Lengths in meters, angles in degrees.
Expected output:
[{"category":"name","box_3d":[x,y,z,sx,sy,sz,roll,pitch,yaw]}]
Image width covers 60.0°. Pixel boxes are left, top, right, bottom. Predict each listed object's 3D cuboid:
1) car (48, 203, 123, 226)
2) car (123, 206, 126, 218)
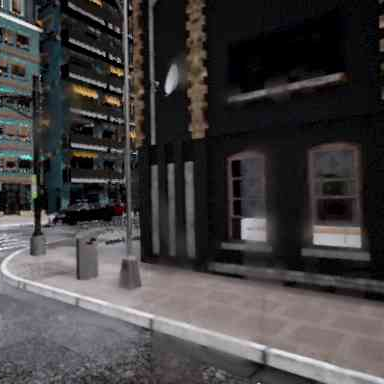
[{"category":"car","box_3d":[-7.748,1.539,23.723,2.128,1.511,4.902,-2,-1,37]},{"category":"car","box_3d":[-7.395,1.629,28.759,1.887,1.381,4.507,-1,0,36]}]
